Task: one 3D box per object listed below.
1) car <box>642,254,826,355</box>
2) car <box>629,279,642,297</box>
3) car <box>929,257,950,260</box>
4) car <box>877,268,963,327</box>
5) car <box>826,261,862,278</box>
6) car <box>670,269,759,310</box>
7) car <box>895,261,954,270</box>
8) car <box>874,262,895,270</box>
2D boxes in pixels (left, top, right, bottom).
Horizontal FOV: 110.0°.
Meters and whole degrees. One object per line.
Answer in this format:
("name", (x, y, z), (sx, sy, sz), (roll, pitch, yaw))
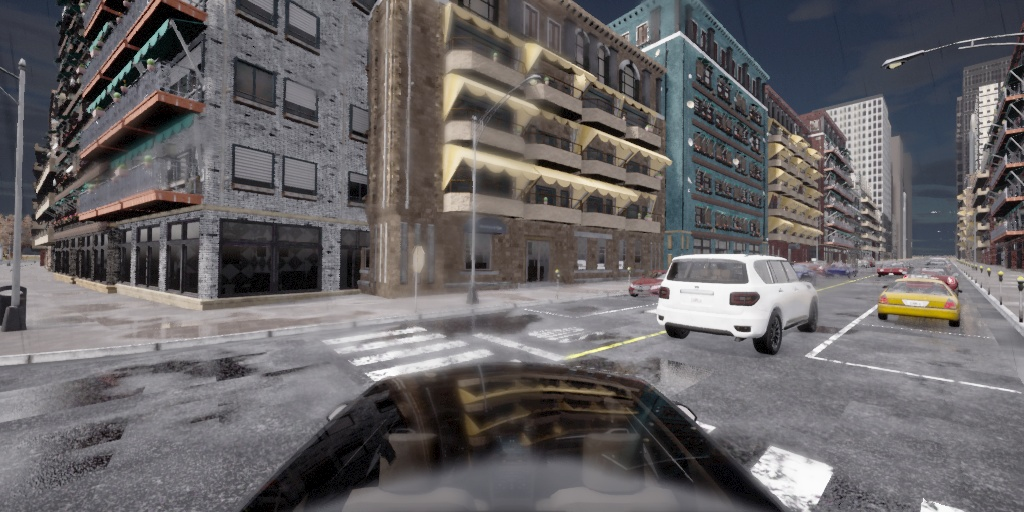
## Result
("car", (5.820, 0.978, 9.013), (5.566, 2.045, 2.150), (0, 0, -40))
("car", (7.493, 1.358, 17.780), (4.207, 1.307, 1.802), (0, 0, -40))
("car", (47.022, 1.198, 39.624), (4.097, 1.591, 1.967), (0, 0, -40))
("car", (13.009, 1.279, 11.467), (4.829, 1.417, 1.751), (0, 0, -40))
("car", (30.981, 1.441, 33.736), (4.718, 1.301, 1.895), (0, 0, -40))
("car", (8.884, 1.333, 15.570), (4.181, 1.385, 1.994), (0, 0, -39))
("car", (21.414, 1.198, 18.425), (4.097, 1.591, 1.967), (0, 0, -40))
("car", (36.416, 1.367, 34.224), (4.718, 1.301, 1.895), (0, 0, -40))
